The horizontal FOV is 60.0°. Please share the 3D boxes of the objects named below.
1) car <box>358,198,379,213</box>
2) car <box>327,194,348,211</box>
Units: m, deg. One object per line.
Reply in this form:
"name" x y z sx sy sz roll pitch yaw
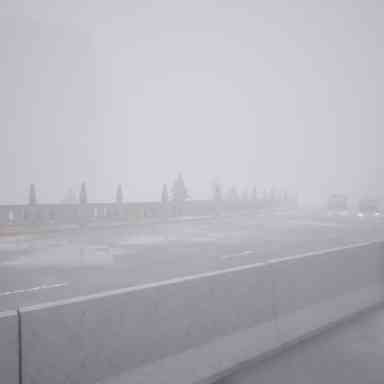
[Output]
"car" 19.919 1.477 37.490 1.882 1.535 5.008 0 0 29
"car" 18.418 1.221 41.986 2.150 2.045 5.566 0 0 27
